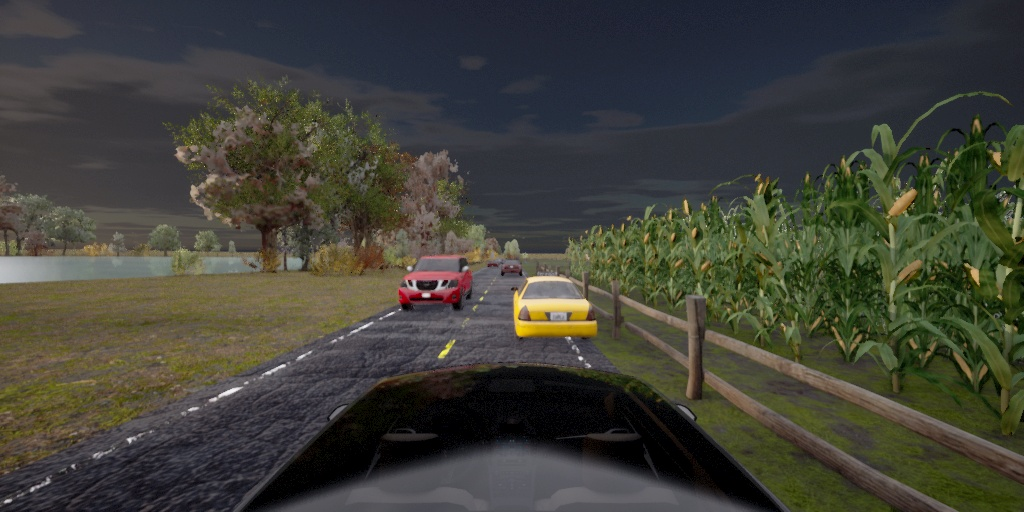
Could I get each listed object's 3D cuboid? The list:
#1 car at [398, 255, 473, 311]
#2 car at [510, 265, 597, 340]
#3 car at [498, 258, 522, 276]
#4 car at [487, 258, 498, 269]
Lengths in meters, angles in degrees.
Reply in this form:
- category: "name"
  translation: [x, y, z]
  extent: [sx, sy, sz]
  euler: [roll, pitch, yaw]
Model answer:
- category: "car"
  translation: [-2.891, 0.965, 14.804]
  extent: [2.150, 2.045, 5.566]
  euler: [0, 0, 0]
- category: "car"
  translation: [0.938, 1.201, 9.861]
  extent: [1.801, 1.575, 5.366]
  euler: [0, 0, 0]
- category: "car"
  translation: [-0.032, 1.087, 37.299]
  extent: [2.097, 1.767, 4.553]
  euler: [0, 0, 0]
- category: "car"
  translation: [-3.001, 1.329, 57.279]
  extent: [1.895, 1.301, 4.718]
  euler: [0, 0, 0]
